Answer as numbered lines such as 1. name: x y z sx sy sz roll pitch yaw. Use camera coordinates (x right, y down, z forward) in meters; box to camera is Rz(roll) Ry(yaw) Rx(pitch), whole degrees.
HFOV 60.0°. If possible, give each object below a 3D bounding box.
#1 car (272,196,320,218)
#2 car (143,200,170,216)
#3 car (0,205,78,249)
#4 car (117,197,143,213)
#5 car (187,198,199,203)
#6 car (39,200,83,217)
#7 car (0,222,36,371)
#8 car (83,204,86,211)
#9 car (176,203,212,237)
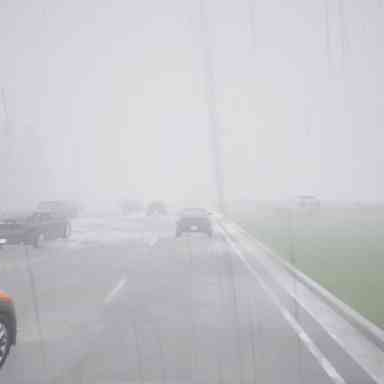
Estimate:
1. car: 8.927 1.271 28.333 3.866 1.878 1.905 0 0 0
2. car: -3.392 1.574 33.399 1.837 1.490 4.892 0 0 0
3. car: -6.896 1.536 14.582 1.837 1.490 4.892 0 0 0
4. car: -6.896 1.628 39.017 2.033 1.411 5.357 0 0 0
5. car: 0.108 1.544 43.047 1.801 1.575 5.366 0 0 0
6. car: -10.395 1.406 25.706 2.097 1.767 4.553 0 0 0
7. car: -3.401 1.358 2.644 2.097 1.767 4.553 0 0 0
8. car: -13.894 1.627 38.231 2.033 1.411 5.357 0 0 0
9. car: 0.107 1.564 18.339 1.812 1.442 4.674 0 0 0
